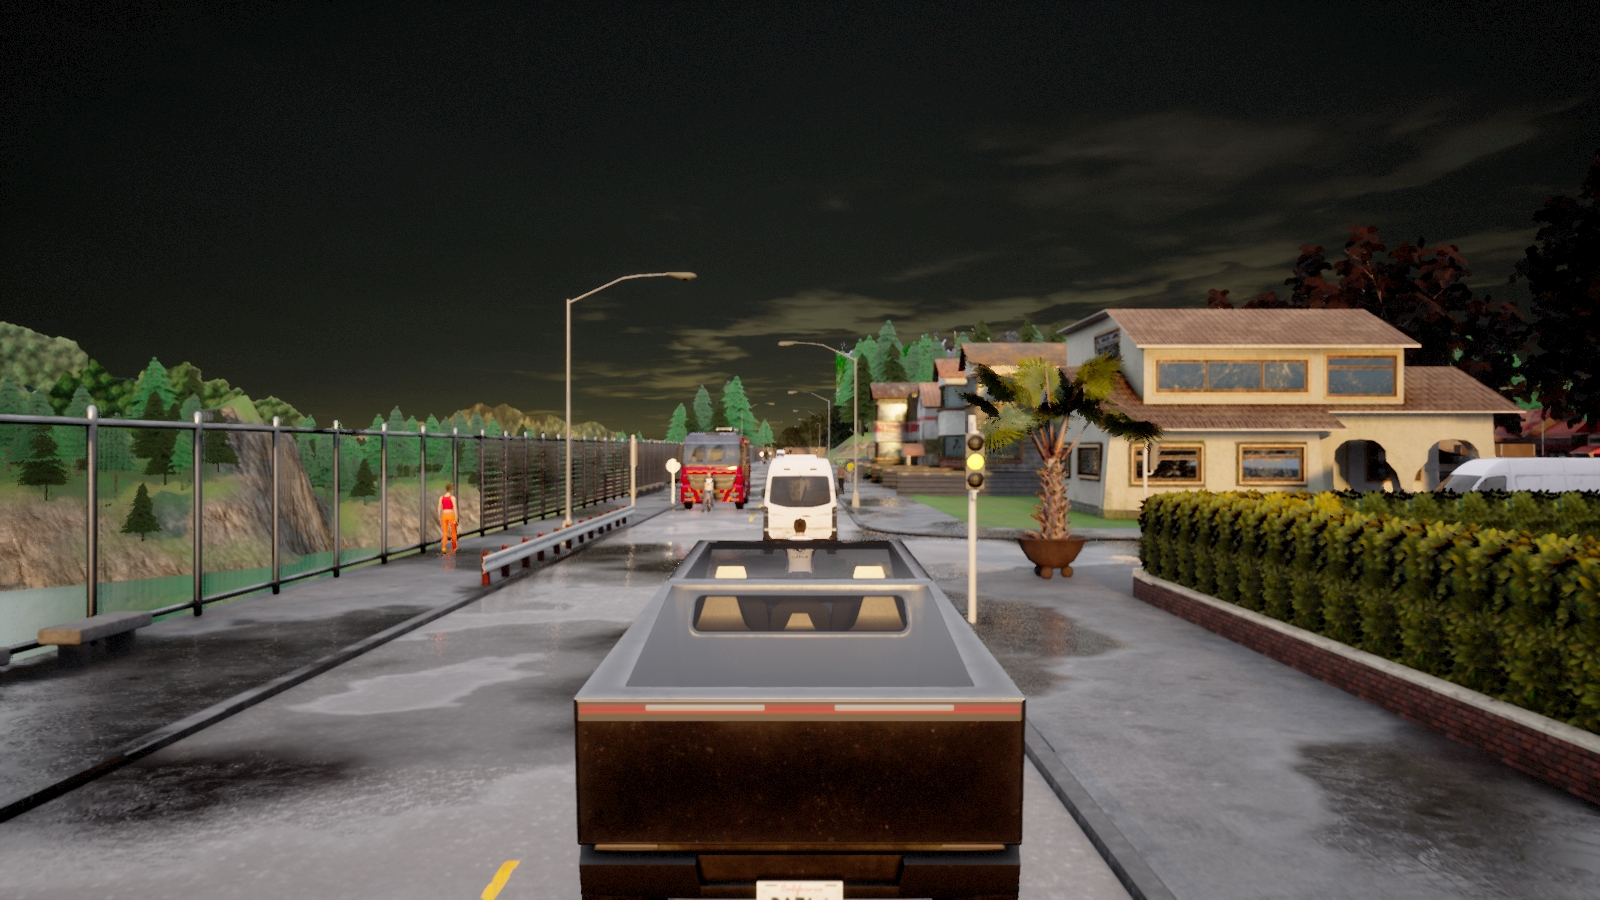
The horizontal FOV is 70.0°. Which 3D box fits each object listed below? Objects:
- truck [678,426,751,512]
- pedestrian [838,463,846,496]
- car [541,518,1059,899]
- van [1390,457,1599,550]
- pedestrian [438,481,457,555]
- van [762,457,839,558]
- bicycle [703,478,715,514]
[{"bbox_3d":[-3.993,0.836,55.336,2.891,3.827,8.468,0,0,0],"label":"truck"},{"bbox_3d":[2.392,1.681,65.680,0.375,1.860,0.375,0,0,19],"label":"pedestrian"},{"bbox_3d":[0.000,1.745,8.412,2.390,2.098,6.274,0,0,0],"label":"car"},{"bbox_3d":[20.336,1.502,32.680,5.915,2.561,1.988,0,0,0],"label":"van"},{"bbox_3d":[-8.951,1.715,29.031,0.375,1.860,0.375,0,0,1],"label":"pedestrian"},{"bbox_3d":[0.006,1.502,32.529,1.988,2.561,5.915,0,0,0],"label":"van"},{"bbox_3d":[-3.992,2.007,50.050,0.373,1.496,1.643,0,0,0],"label":"bicycle"}]
